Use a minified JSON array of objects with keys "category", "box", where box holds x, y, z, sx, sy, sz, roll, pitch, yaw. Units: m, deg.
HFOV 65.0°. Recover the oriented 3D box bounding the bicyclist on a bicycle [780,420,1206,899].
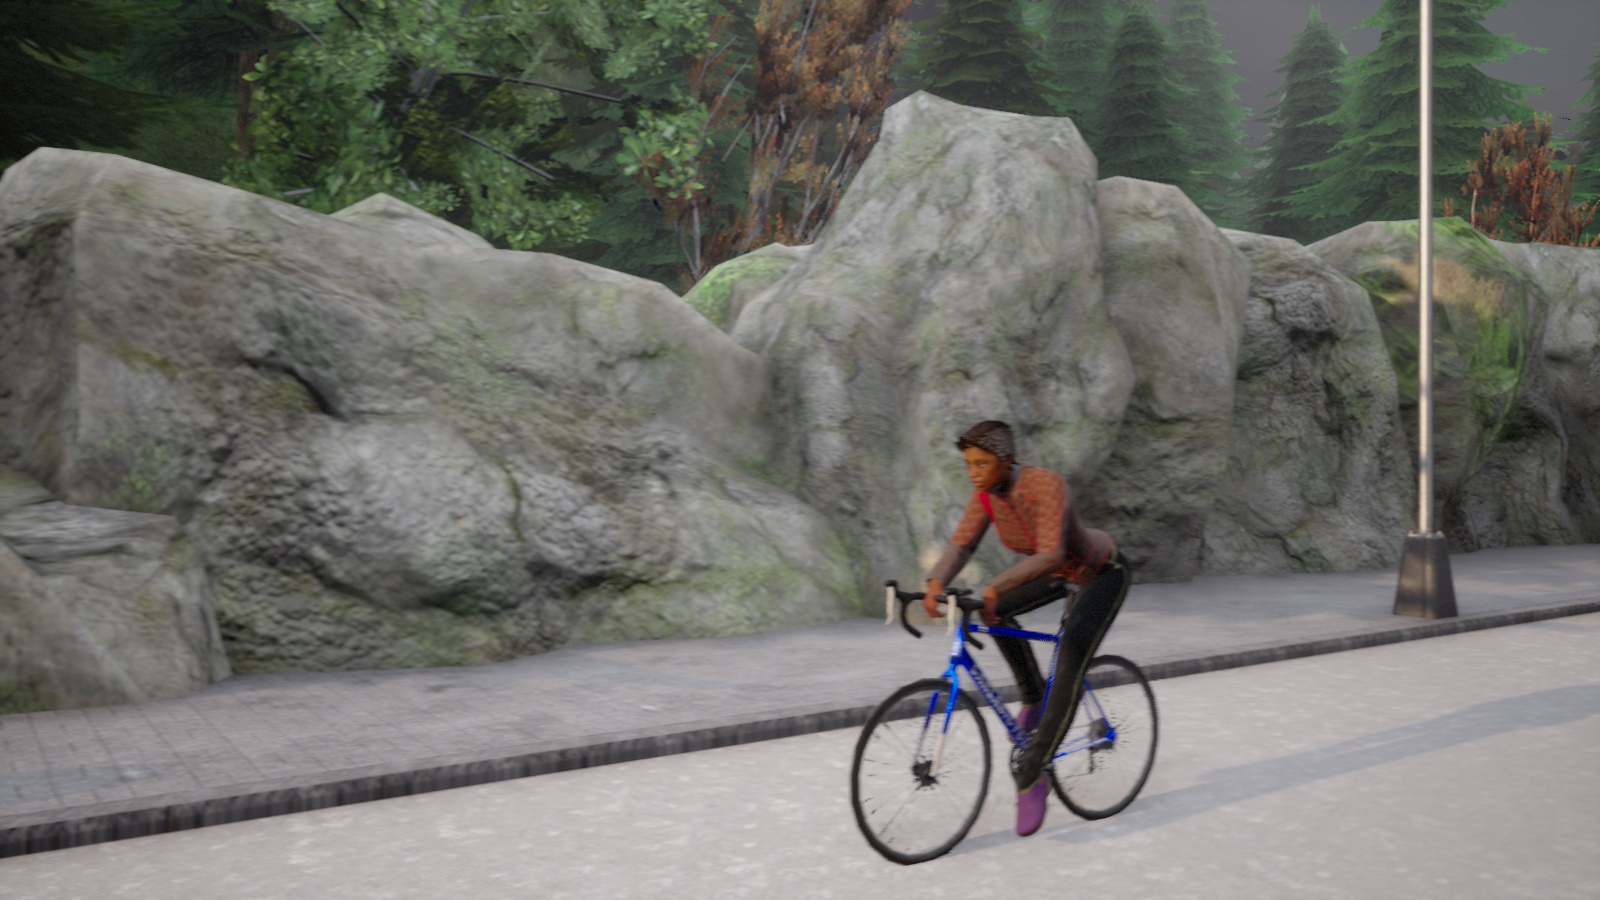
[{"category":"bicyclist on a bicycle","box":[0.779,0.708,4.808,1.656,1.620,0.582,0,0,-35]}]
